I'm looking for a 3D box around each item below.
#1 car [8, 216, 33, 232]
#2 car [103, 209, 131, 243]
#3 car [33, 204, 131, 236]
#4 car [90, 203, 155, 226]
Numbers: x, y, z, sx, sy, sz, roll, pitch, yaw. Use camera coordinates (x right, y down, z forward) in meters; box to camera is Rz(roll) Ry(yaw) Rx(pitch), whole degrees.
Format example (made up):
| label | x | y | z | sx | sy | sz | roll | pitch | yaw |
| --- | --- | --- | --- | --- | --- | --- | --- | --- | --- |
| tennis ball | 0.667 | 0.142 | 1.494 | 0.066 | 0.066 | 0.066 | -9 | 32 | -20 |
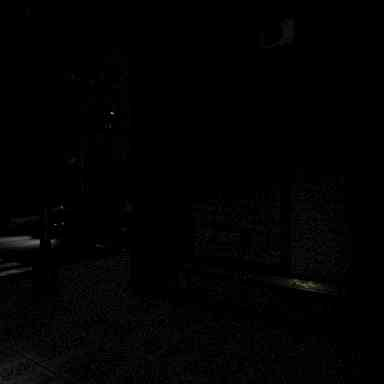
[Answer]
| label | x | y | z | sx | sy | sz | roll | pitch | yaw |
| --- | --- | --- | --- | --- | --- | --- | --- | --- | --- |
| car | -8.190 | 1.554 | 19.706 | 1.752 | 1.417 | 4.829 | 0 | 0 | 36 |
| car | -1.570 | 1.560 | 15.166 | 1.947 | 1.339 | 4.313 | 0 | 0 | 36 |
| car | -5.870 | 1.523 | 18.581 | 1.837 | 1.490 | 4.892 | 0 | 0 | 35 |
| car | -4.940 | 1.583 | 24.246 | 2.008 | 1.369 | 4.403 | 0 | 0 | 36 |
